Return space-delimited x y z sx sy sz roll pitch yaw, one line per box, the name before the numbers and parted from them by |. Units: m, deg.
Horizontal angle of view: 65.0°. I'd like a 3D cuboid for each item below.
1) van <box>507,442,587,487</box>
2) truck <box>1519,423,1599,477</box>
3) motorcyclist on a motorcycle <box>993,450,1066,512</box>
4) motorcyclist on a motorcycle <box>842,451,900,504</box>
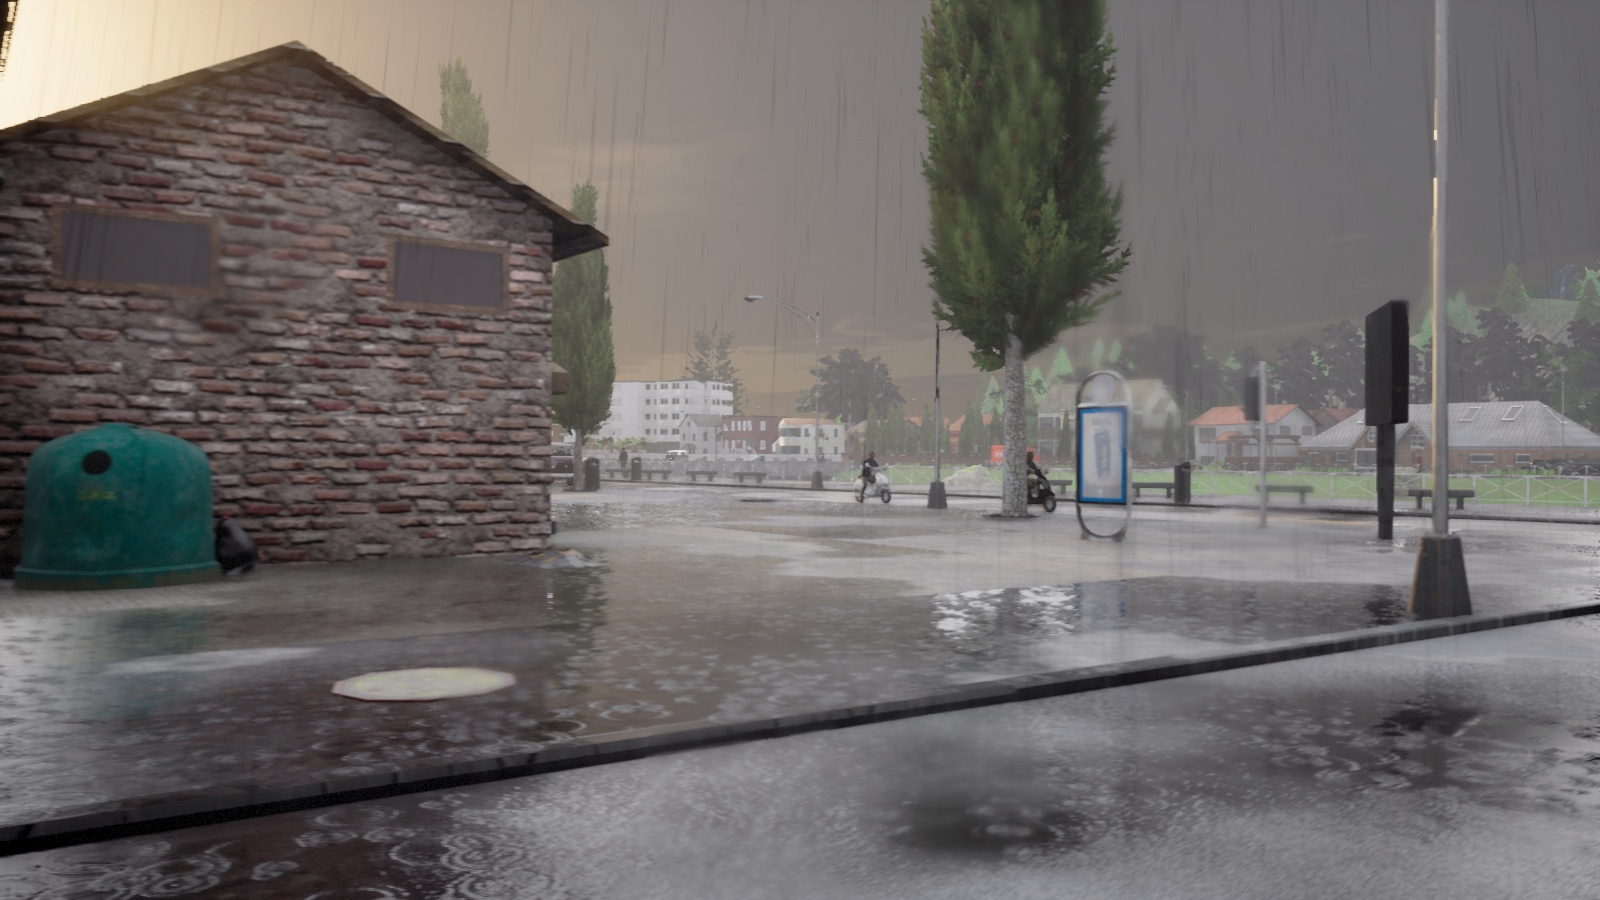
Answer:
van | -11.927 0.677 58.983 2.069 2.038 4.480 0 0 -35
truck | 51.912 0.000 82.211 2.891 3.462 7.936 0 0 -35
motorcyclist on a motorcycle | 6.056 0.806 33.183 0.866 1.590 1.817 0 0 -35
motorcyclist on a motorcycle | 2.183 0.827 38.740 0.866 1.590 1.817 0 0 -35
